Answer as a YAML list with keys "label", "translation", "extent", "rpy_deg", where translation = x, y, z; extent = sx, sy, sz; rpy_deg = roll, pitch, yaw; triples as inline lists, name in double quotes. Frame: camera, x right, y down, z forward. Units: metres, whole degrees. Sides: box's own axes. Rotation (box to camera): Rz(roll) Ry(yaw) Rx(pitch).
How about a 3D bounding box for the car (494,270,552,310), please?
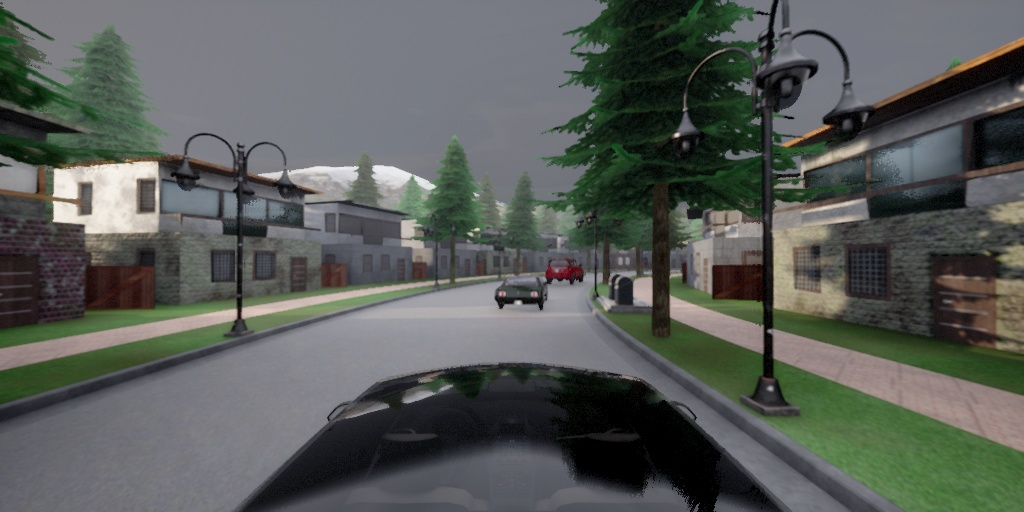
- label: "car"
  translation: [0.564, 1.482, 15.665]
  extent: [1.895, 1.301, 4.718]
  rpy_deg: [0, -1, 8]

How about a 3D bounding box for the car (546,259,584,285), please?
- label: "car"
  translation: [4.419, 1.231, 29.585]
  extent: [2.150, 2.045, 5.566]
  rpy_deg: [0, 0, 23]
